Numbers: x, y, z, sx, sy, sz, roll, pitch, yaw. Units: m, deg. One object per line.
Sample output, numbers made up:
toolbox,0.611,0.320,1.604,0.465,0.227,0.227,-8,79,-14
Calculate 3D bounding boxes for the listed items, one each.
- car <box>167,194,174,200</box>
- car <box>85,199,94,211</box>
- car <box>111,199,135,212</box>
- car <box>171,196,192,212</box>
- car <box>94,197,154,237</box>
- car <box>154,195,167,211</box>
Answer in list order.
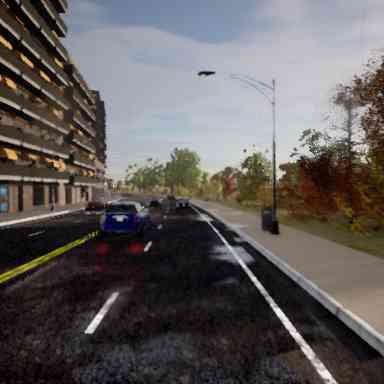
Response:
car,-5.138,1.214,78.701,1.994,1.385,4.181,-1,0,-8
car,-11.052,1.482,38.680,1.994,1.385,4.181,0,0,-3
car,-7.732,1.496,37.607,1.895,1.301,4.718,0,0,-3
car,-0.986,1.391,36.828,2.033,1.411,5.357,0,0,-3
car,-3.443,1.302,17.763,2.097,1.767,4.553,0,0,-1
car,-4.305,1.358,37.864,2.128,1.511,4.902,0,0,-3
